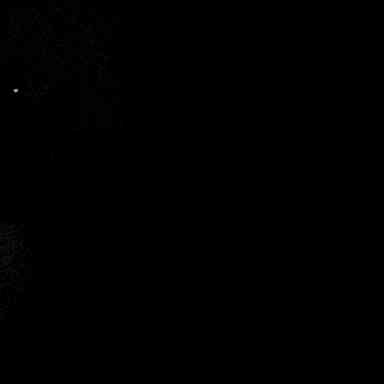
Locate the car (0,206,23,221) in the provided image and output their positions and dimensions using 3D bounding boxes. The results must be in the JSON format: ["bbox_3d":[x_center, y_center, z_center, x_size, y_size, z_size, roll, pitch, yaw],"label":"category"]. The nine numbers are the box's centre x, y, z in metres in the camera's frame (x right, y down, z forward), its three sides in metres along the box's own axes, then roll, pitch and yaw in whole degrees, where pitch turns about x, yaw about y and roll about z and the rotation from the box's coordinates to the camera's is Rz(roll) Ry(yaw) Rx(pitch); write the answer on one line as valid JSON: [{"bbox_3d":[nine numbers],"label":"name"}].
[{"bbox_3d":[-17.108,1.831,27.695,2.033,1.411,5.357,-2,-1,35],"label":"car"}]
